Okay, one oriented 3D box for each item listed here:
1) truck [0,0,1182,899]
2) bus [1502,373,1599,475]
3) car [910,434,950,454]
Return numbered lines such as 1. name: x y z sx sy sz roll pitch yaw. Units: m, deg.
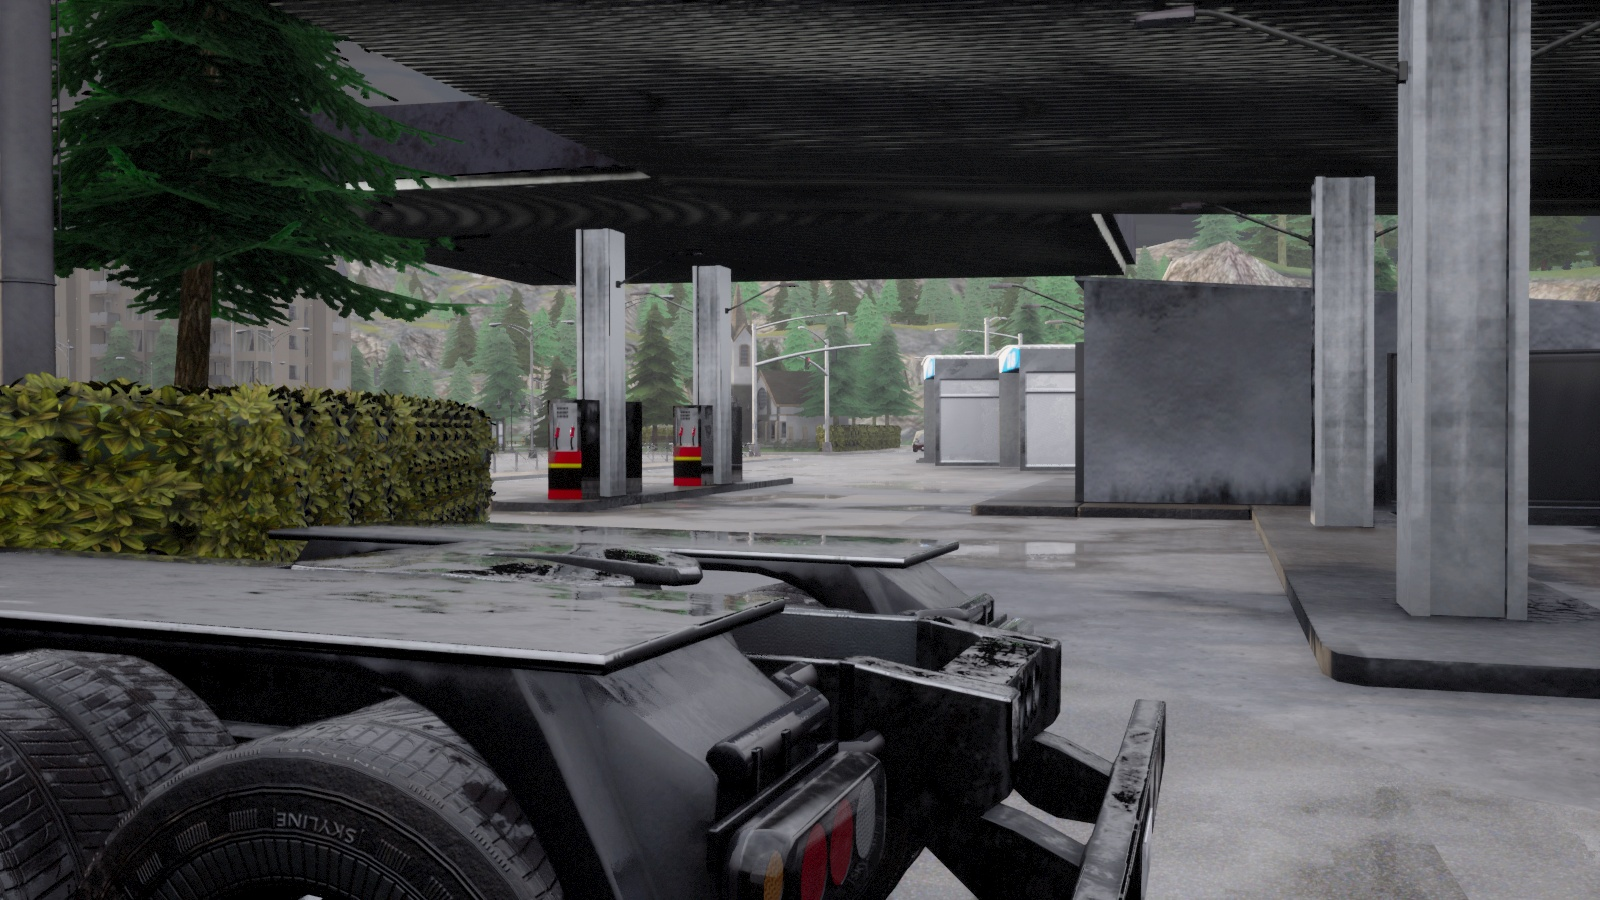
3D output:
1. truck: -2.955 -0.168 4.152 7.936 3.462 2.891 1 0 18
2. bus: 35.712 -1.125 56.267 3.944 4.253 10.273 1 1 8
3. car: 10.122 -0.504 97.455 2.163 1.488 4.792 0 1 17
